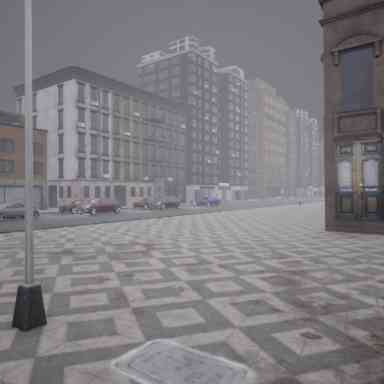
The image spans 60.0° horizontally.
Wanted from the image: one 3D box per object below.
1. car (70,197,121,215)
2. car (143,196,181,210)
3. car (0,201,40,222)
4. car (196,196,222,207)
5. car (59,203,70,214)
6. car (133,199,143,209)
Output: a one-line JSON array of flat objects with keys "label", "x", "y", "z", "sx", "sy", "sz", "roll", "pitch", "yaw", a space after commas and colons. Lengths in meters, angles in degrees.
[{"label": "car", "x": -9.337, "y": 1.321, "z": 33.279, "sx": 2.097, "sy": 1.767, "sz": 4.553, "roll": -1, "pitch": 0, "yaw": 35}, {"label": "car", "x": -3.424, "y": 1.300, "z": 41.599, "sx": 2.097, "sy": 1.767, "sz": 4.553, "roll": -1, "pitch": 0, "yaw": 35}, {"label": "car", "x": -14.325, "y": 1.550, "z": 26.246, "sx": 1.994, "sy": 1.385, "sz": 4.181, "roll": -1, "pitch": 0, "yaw": 35}, {"label": "car", "x": 2.577, "y": 1.404, "z": 49.987, "sx": 1.882, "sy": 1.535, "sz": 5.008, "roll": -1, "pitch": 0, "yaw": 36}, {"label": "car", "x": -11.718, "y": 1.472, "z": 35.535, "sx": 1.882, "sy": 1.535, "sz": 5.008, "roll": -1, "pitch": 0, "yaw": 35}, {"label": "car", "x": -5.662, "y": 1.450, "z": 44.057, "sx": 1.882, "sy": 1.535, "sz": 5.008, "roll": -1, "pitch": 0, "yaw": 36}]
